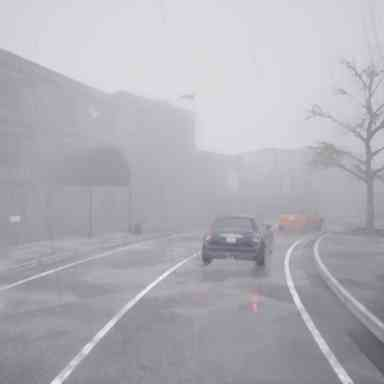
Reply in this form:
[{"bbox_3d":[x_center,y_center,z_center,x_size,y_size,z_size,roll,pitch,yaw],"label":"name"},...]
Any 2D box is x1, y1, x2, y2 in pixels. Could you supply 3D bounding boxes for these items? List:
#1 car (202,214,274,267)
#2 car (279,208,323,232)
[{"bbox_3d":[1.904,1.610,12.691,2.097,1.767,4.553,0,-2,18],"label":"car"},{"bbox_3d":[8.387,1.990,25.407,2.097,1.767,4.553,0,-2,38],"label":"car"}]
